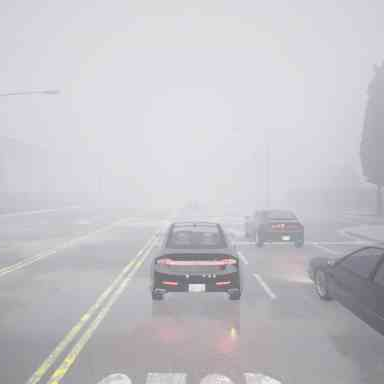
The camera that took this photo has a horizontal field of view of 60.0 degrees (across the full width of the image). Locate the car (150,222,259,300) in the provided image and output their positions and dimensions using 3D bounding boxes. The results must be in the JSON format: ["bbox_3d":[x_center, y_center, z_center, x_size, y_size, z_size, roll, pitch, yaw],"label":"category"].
[{"bbox_3d":[0.082,1.492,8.345,2.128,1.511,4.902,0,0,0],"label":"car"}]

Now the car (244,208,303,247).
[{"bbox_3d":[3.565,1.505,15.046,1.837,1.490,4.892,0,0,0],"label":"car"}]

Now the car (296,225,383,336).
[{"bbox_3d":[3.588,1.547,5.300,2.033,1.411,5.357,0,0,0],"label":"car"}]

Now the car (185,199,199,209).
[{"bbox_3d":[0.001,1.601,44.143,1.895,1.301,4.718,0,0,0],"label":"car"}]
